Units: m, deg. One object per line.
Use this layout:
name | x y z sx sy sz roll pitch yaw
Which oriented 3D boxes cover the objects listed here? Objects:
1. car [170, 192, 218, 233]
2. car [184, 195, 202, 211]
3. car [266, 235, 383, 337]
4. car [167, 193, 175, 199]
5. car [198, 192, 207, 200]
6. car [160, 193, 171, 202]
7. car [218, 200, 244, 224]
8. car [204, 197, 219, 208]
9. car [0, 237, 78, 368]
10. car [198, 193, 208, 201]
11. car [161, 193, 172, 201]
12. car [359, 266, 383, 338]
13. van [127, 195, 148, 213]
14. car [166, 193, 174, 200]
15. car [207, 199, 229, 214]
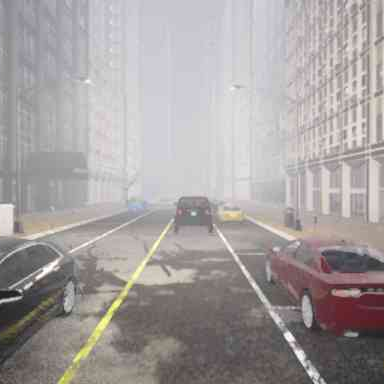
car | 0.092 1.180 19.622 2.150 2.045 5.566 0 0 0
car | 0.087 1.252 39.966 2.097 1.767 4.553 0 0 0
car | 2.683 1.531 6.646 1.887 1.381 4.507 0 0 0
car | -5.722 1.153 92.121 1.967 1.590 4.097 0 0 0
car | 2.660 1.052 86.422 2.192 1.841 5.009 0 0 0
car | -5.715 1.349 69.328 1.887 1.381 4.507 0 0 0
car | 2.679 1.471 23.911 1.752 1.417 4.829 0 0 0
car | 2.672 1.446 46.534 1.947 1.339 4.313 0 0 0
car | -3.101 1.495 4.583 1.837 1.490 4.892 0 0 0
car | 2.662 1.076 80.724 2.192 1.841 5.009 0 0 0
car | -5.717 1.098 75.026 2.192 1.841 5.009 0 0 0
car | 2.685 1.523 1.117 1.752 1.417 4.829 0 0 0
van | -5.706 1.256 35.139 1.690 1.788 3.998 0 0 0
car | -5.720 1.177 86.422 1.967 1.590 4.097 0 0 0
car | 2.676 1.481 35.138 1.947 1.339 4.313 0 0 0
